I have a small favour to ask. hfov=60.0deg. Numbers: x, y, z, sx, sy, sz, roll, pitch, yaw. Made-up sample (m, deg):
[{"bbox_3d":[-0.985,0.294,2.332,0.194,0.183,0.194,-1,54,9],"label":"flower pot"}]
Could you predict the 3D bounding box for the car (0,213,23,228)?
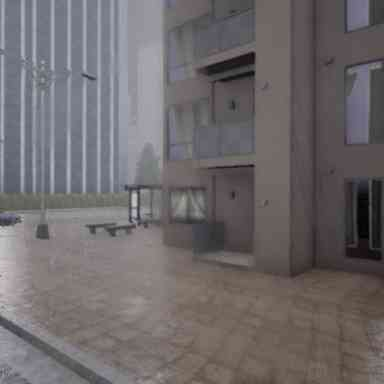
[{"bbox_3d":[-13.547,1.596,20.601,2.033,1.411,5.357,0,0,40],"label":"car"}]
